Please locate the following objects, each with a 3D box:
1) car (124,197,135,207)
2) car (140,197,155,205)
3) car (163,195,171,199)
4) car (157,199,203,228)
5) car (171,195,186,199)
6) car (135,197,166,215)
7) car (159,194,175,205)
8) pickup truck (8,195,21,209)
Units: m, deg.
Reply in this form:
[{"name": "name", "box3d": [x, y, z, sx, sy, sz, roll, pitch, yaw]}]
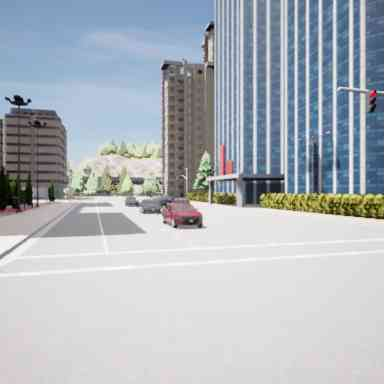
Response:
[{"name": "car", "box3d": [-9.551, 1.550, 52.241, 1.837, 1.490, 4.892, 0, 0, -17]}, {"name": "car", "box3d": [-7.912, 1.595, 58.997, 1.895, 1.301, 4.718, 0, 0, -17]}, {"name": "car", "box3d": [-4.919, 1.499, 49.139, 1.837, 1.490, 4.892, 0, 0, -16]}, {"name": "car", "box3d": [-0.753, 1.475, 22.355, 1.882, 1.535, 5.008, 0, 0, -17]}, {"name": "car", "box3d": [-1.714, 1.541, 50.658, 2.033, 1.411, 5.357, 0, 0, -16]}, {"name": "car", "box3d": [-4.373, 1.496, 34.523, 1.837, 1.490, 4.892, 0, 1, -17]}, {"name": "car", "box3d": [-4.540, 1.345, 59.938, 2.097, 1.767, 4.553, 0, 0, -17]}, {"name": "pickup truck", "box3d": [-22.803, 1.059, 38.506, 2.390, 2.098, 6.274, 0, 0, 14]}]
